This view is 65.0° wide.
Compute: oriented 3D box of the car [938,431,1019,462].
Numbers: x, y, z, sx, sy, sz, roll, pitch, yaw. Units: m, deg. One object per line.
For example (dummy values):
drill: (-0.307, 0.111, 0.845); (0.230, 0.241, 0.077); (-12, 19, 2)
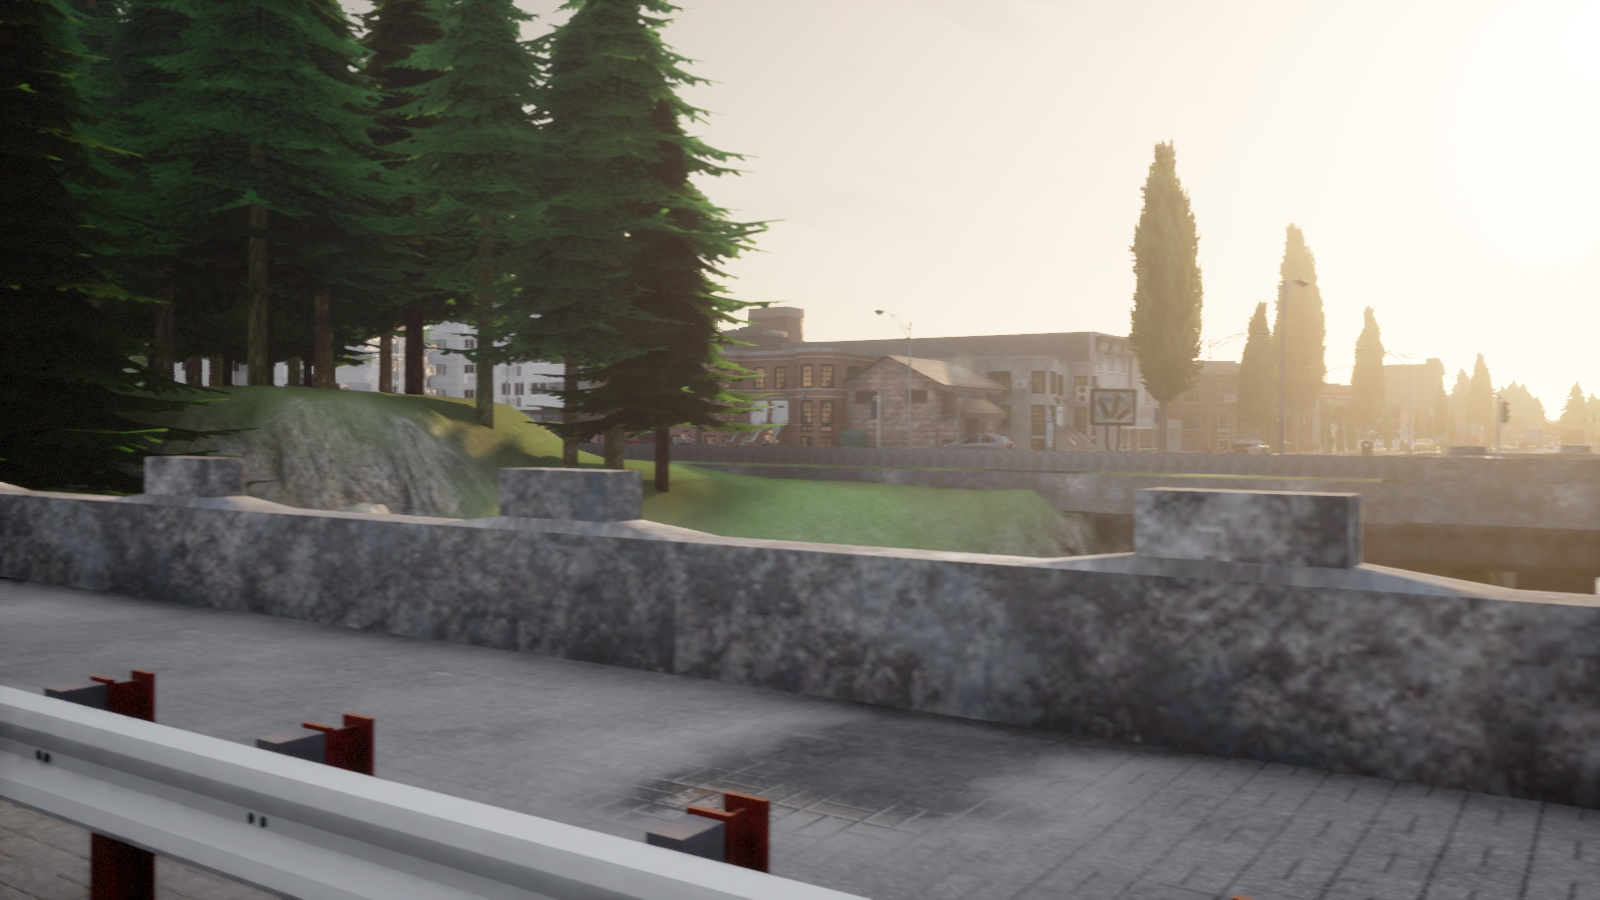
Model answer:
car: (8.909, -0.189, 62.661); (3.633, 1.501, 1.845); (0, 1, 27)

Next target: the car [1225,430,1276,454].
car: (27.303, -0.487, 75.963); (1.994, 1.385, 4.181); (0, 1, 33)

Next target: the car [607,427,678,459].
car: (-9.366, -0.405, 74.730); (3.866, 1.878, 1.905); (0, 1, 34)
